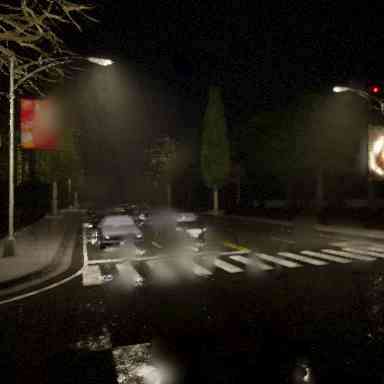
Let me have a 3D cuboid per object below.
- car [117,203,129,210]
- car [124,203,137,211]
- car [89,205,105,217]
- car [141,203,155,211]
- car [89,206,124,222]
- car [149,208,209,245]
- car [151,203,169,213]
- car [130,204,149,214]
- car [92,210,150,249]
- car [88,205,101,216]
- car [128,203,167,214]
[{"bbox_3d":[-6.626,2.248,35.970,1.994,1.385,4.181,0,-1,-18],"label":"car"},{"bbox_3d":[-11.450,2.759,61.754,1.837,1.490,4.892,0,-1,-18],"label":"car"},{"bbox_3d":[-12.464,2.440,43.445,1.994,1.385,4.181,0,-1,-17],"label":"car"},{"bbox_3d":[-8.352,2.773,62.707,1.812,1.442,4.674,0,-1,-17],"label":"car"},{"bbox_3d":[-6.618,2.060,25.498,1.994,1.385,4.181,0,-1,-18],"label":"car"},{"bbox_3d":[-0.623,1.806,17.677,2.128,1.511,4.902,0,-1,-18],"label":"car"},{"bbox_3d":[-5.190,2.515,53.078,1.837,1.490,4.892,0,-1,-18],"label":"car"},{"bbox_3d":[-8.256,2.562,52.011,2.033,1.411,5.357,0,-1,-18],"label":"car"},{"bbox_3d":[-3.743,1.869,16.717,2.033,1.411,5.357,0,-1,-18],"label":"car"},{"bbox_3d":[-9.373,2.173,33.911,1.837,1.490,4.892,0,-1,-18],"label":"car"},{"bbox_3d":[-3.501,1.841,26.423,2.097,1.767,4.553,0,-1,-18],"label":"car"}]
